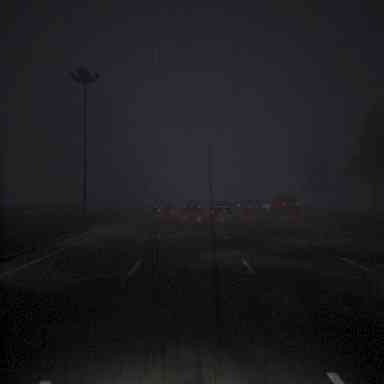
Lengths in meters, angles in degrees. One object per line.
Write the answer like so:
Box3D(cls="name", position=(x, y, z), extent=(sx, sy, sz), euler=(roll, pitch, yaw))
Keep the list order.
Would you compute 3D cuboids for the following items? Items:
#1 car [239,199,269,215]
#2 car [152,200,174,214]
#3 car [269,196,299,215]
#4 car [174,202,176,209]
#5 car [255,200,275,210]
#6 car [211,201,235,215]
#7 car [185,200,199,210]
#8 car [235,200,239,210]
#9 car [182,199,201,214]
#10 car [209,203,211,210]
Box3D(cls="car", position=(7.001, 1.609, 37.995), extent=(2.097, 1.767, 4.553), euler=(0, 0, 0))
Box3D(cls="car", position=(-3.497, 1.766, 38.451), extent=(1.837, 1.490, 4.892), euler=(0, 0, 0))
Box3D(cls="car", position=(10.502, 1.478, 37.945), extent=(2.150, 2.045, 5.566), euler=(0, 0, 0))
Box3D(cls="car", position=(-3.499, 1.857, 48.860), extent=(1.812, 1.442, 4.674), euler=(0, 0, 0))
Box3D(cls="car", position=(10.497, 1.929, 48.444), extent=(1.895, 1.301, 4.718), euler=(0, 0, 0))
Box3D(cls="car", position=(3.500, 1.764, 38.196), extent=(1.837, 1.490, 4.892), euler=(0, 0, 0))
Box3D(cls="car", position=(0.000, 1.931, 48.705), extent=(1.895, 1.301, 4.718), euler=(0, 0, 0))
Box3D(cls="car", position=(6.993, 1.870, 47.733), extent=(2.033, 1.411, 5.357), euler=(0, 0, 0))
Box3D(cls="car", position=(0.003, 1.613, 38.436), extent=(2.097, 1.767, 4.553), euler=(0, 0, 0))
Box3D(cls="car", position=(3.497, 1.929, 48.467), extent=(1.895, 1.301, 4.718), euler=(0, 0, 0))
